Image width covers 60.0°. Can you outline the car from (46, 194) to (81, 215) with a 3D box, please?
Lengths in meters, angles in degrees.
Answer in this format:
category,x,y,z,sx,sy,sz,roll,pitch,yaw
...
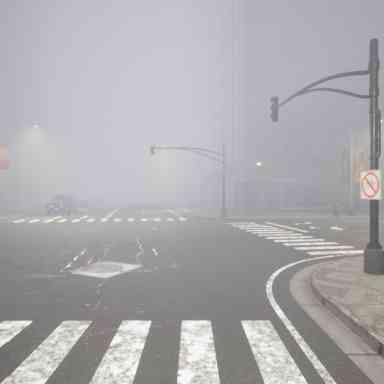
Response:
category,x,y,z,sx,sy,sz,roll,pitch,yaw
car,-13.306,1.238,34.212,2.150,2.045,5.566,0,0,-9

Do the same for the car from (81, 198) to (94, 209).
category,x,y,z,sx,sy,sz,roll,pitch,yaw
car,-15.281,1.589,46.395,1.994,1.385,4.181,0,0,-9

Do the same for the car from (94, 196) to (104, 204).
category,x,y,z,sx,sy,sz,roll,pitch,yaw
car,-17.987,1.530,63.552,1.882,1.535,5.008,0,0,-9
